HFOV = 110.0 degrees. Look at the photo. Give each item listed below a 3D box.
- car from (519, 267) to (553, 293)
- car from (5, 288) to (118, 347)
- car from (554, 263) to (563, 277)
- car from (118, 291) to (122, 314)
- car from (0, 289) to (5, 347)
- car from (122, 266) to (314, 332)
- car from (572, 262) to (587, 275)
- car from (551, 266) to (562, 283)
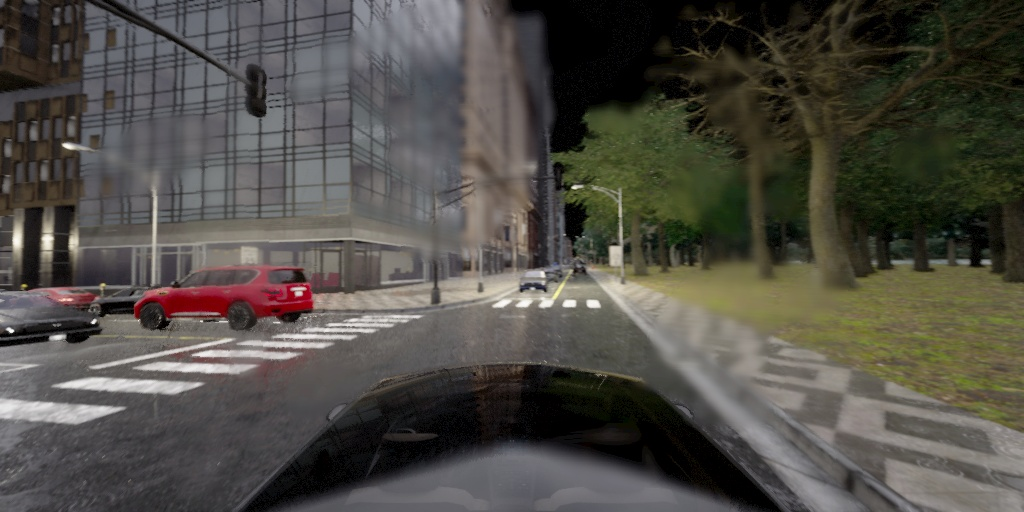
[{"bbox_3d":[1.602,1.681,24.747,2.033,1.411,5.357,-1,-1,7],"label":"car"},{"bbox_3d":[-13.670,1.677,9.511,5.357,1.411,2.033,-2,-2,16],"label":"car"},{"bbox_3d":[5.408,1.991,45.059,2.033,1.411,5.357,-1,-1,10],"label":"car"},{"bbox_3d":[-16.149,1.993,15.824,4.313,1.339,1.948,0,0,10],"label":"car"},{"bbox_3d":[-12.298,1.425,6.476,4.097,1.591,1.967,0,0,9],"label":"car"},{"bbox_3d":[-9.754,1.407,12.373,5.566,2.045,2.150,-1,-3,9],"label":"car"},{"bbox_3d":[9.748,1.964,51.636,1.882,1.535,5.008,-1,-1,10],"label":"car"},{"bbox_3d":[3.446,1.848,34.620,1.994,1.385,4.181,-1,-1,11],"label":"car"}]
